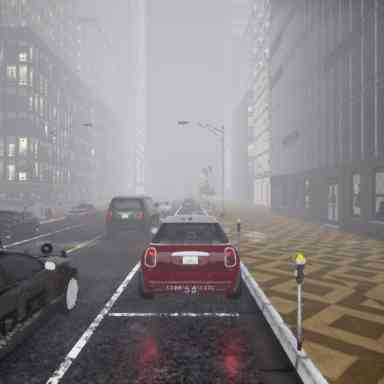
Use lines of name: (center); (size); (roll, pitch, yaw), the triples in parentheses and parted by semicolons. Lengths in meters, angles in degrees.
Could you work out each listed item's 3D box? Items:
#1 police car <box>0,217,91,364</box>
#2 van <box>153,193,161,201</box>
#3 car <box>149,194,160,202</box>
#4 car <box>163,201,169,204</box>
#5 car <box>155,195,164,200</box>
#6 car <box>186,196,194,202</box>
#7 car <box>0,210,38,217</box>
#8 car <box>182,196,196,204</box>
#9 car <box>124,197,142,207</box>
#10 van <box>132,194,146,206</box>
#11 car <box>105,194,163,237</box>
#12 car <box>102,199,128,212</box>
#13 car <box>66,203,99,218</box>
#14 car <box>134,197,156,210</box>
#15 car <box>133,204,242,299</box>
police car: (-3.145, 1.424, 4.647); (1.930, 1.638, 5.238); (0, 0, 0)
van: (-8.831, 1.285, 84.106); (1.690, 1.788, 3.998); (0, 0, 0)
car: (-8.832, 1.391, 78.413); (1.967, 1.590, 4.097); (0, 0, 0)
car: (-3.104, 1.590, 33.769); (1.895, 1.301, 4.718); (0, 0, 1)
car: (-8.832, 1.504, 89.799); (1.947, 1.339, 4.313); (0, 0, 0)
car: (-0.452, 1.533, 78.399); (1.802, 1.307, 4.206); (0, 0, 0)
car: (-8.833, 1.563, 15.800); (1.947, 1.339, 4.313); (0, 0, 0)
car: (-0.452, 1.548, 44.248); (1.947, 1.339, 4.313); (0, 0, 0)
car: (-8.832, 1.523, 49.953); (1.887, 1.381, 4.507); (0, 0, 0)
van: (-8.832, 1.315, 55.646); (1.690, 1.788, 3.998); (0, 0, 0)
car: (-3.108, 1.220, 18.256); (2.150, 2.045, 5.566); (0, 0, 1)
car: (-8.833, 1.537, 38.569); (2.008, 1.369, 4.403); (0, 0, 0)
car: (-8.832, 1.575, 27.183); (1.802, 1.307, 4.206); (0, 0, 0)
car: (-6.190, 1.474, 44.202); (2.128, 1.511, 4.902); (0, 0, 0)
car: (-0.032, 1.352, 8.619); (2.097, 1.767, 4.553); (0, 0, 0)
